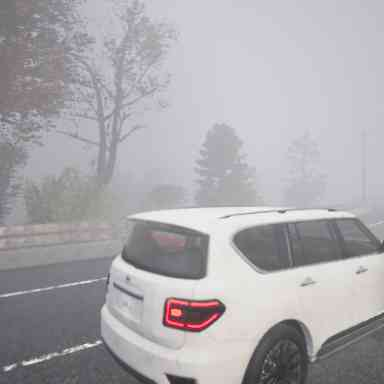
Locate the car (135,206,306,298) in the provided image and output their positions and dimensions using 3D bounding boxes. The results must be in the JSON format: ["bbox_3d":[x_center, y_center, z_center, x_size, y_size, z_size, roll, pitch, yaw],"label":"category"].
[{"bbox_3d":[0.949,1.361,9.280,4.553,1.767,2.097,0,0,-39],"label":"car"}]

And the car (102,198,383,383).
[{"bbox_3d":[1.471,1.221,5.042,5.566,2.045,2.150,0,0,-37],"label":"car"}]

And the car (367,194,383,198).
[{"bbox_3d":[37.751,1.162,68.630,1.837,1.490,4.892,0,0,10],"label":"car"}]
